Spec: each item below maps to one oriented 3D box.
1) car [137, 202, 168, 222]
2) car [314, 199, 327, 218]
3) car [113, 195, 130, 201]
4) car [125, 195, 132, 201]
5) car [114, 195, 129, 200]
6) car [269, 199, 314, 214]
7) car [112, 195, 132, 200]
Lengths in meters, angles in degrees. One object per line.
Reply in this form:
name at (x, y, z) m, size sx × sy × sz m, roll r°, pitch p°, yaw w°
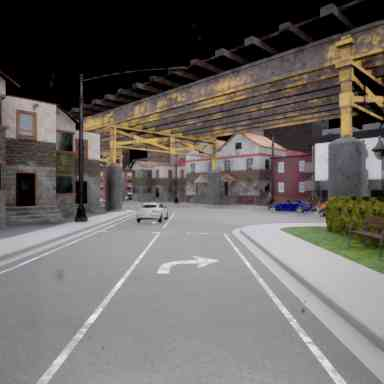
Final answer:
car at (-3.036, 1.526, 25.863) m, size 1.812 × 1.442 × 4.674 m, roll 0°, pitch 0°, yaw 4°
car at (13.018, 1.352, 27.568) m, size 2.097 × 1.767 × 4.553 m, roll 0°, pitch 0°, yaw -44°
car at (-17.637, 1.452, 83.746) m, size 2.038 × 1.542 × 4.974 m, roll 0°, pitch 0°, yaw 15°
car at (-16.954, 1.452, 80.078) m, size 4.974 × 1.542 × 2.038 m, roll 0°, pitch 0°, yaw -15°
car at (-17.624, 1.295, 83.796) m, size 1.853 × 1.218 × 4.536 m, roll 0°, pitch 0°, yaw 15°
car at (10.496, 1.477, 35.151) m, size 1.882 × 1.535 × 5.008 m, roll 0°, pitch 0°, yaw -45°
car at (-16.904, 1.295, 80.091) m, size 4.536 × 1.218 × 1.853 m, roll 0°, pitch 0°, yaw -15°
